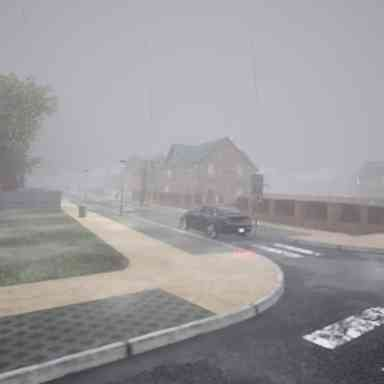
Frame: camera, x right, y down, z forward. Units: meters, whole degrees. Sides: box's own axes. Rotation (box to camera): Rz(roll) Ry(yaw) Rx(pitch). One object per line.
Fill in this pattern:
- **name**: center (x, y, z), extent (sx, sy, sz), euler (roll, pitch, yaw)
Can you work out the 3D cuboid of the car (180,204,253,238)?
- **car**: center (1.080, 1.355, 16.777), extent (1.837, 1.490, 4.892), euler (1, 1, -28)
